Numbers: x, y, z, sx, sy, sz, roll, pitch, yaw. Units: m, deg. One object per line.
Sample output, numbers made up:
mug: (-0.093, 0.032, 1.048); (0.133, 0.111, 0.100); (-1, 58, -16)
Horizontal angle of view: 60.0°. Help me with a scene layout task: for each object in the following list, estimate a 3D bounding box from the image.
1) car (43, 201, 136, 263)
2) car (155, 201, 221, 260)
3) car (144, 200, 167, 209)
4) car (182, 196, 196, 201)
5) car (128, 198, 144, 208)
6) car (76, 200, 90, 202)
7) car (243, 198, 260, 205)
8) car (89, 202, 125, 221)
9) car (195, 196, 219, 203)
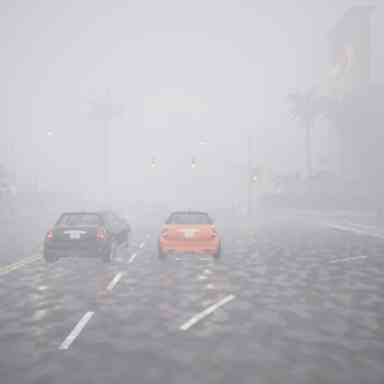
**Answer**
car: (-3.603, 1.388, 12.284); (2.097, 1.767, 4.553); (0, 0, -1)
car: (-0.110, 1.403, 12.845); (2.097, 1.767, 4.553); (0, 0, -1)
car: (-4.639, 1.776, 48.088); (1.895, 1.301, 4.718); (0, 0, 21)
car: (-0.100, 1.603, 63.124); (2.097, 1.767, 4.553); (0, 0, 39)
car: (-8.241, 1.654, 48.212); (2.128, 1.511, 4.902); (0, 0, 19)
car: (-10.821, 1.597, 33.056); (1.837, 1.490, 4.892); (0, 0, 3)
car: (12.340, 1.853, 65.069); (5.357, 1.411, 2.033); (0, 0, -36)
car: (-7.393, 1.654, 29.275); (1.994, 1.385, 4.181); (0, 0, 1)
car: (3.224, 1.784, 61.601); (1.812, 1.442, 4.674); (0, 0, 41)
